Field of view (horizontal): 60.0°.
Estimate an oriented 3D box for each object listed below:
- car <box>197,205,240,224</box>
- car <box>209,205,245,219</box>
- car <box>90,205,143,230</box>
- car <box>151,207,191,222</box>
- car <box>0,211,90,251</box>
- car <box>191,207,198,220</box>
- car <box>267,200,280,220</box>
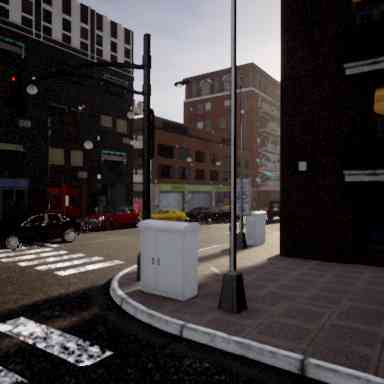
[{"bbox_3d":[2.781,2.120,30.402,1.895,1.301,4.718,0,-1,35],"label":"car"},{"bbox_3d":[3.935,2.143,36.609,1.752,1.417,4.829,-1,-2,35],"label":"car"},{"bbox_3d":[-5.449,1.749,23.162,1.967,1.590,4.097,-1,-2,35],"label":"car"},{"bbox_3d":[-2.386,1.935,27.550,1.752,1.417,4.829,-1,-2,35],"label":"car"},{"bbox_3d":[-7.370,1.682,15.316,1.837,1.490,4.892,0,-1,30],"label":"car"},{"bbox_3d":[0.872,2.083,32.218,1.947,1.339,4.313,-1,-2,35],"label":"car"},{"bbox_3d":[9.741,1.895,34.790,2.150,2.045,5.566,0,-1,35],"label":"car"}]
